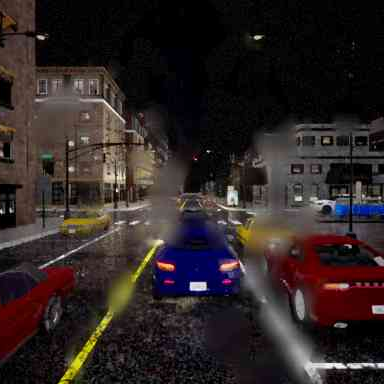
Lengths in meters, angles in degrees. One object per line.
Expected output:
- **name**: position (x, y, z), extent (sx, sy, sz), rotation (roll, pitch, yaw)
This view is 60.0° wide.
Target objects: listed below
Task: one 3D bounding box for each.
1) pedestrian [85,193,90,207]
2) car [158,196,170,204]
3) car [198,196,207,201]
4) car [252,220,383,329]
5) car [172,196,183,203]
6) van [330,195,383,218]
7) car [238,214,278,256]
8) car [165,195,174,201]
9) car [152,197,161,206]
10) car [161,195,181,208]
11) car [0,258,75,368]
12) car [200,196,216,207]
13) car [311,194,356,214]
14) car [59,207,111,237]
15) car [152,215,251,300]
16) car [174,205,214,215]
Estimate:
- **pedestrian**: position (-12.638, 1.080, 40.256), extent (0.375, 1.860, 0.375), rotation (0, 0, 0)
- **car**: position (-5.708, 1.595, 67.923), extent (2.008, 1.369, 4.403), rotation (0, 0, 0)
- **car**: position (2.669, 1.622, 85.027), extent (2.008, 1.369, 4.403), rotation (-1, 0, 0)
- **car**: position (2.684, 1.544, 6.980), extent (1.887, 1.381, 4.507), rotation (0, 0, 0)
- **car**: position (-3.013, 1.602, 69.270), extent (1.994, 1.385, 4.181), rotation (0, 0, 0)
- **van**: position (14.653, 1.413, 29.143), extent (3.998, 1.788, 1.690), rotation (0, 0, 0)
- **car**: position (2.683, 1.526, 12.848), extent (1.752, 1.417, 4.829), rotation (0, 0, 0)
- **car**: position (-5.712, 1.596, 84.843), extent (1.752, 1.417, 4.829), rotation (0, 0, 0)
- **car**: position (-5.706, 1.580, 56.529), extent (2.008, 1.369, 4.403), rotation (0, 0, 0)
- **car**: position (-3.106, 1.584, 49.471), extent (1.994, 1.385, 4.181), rotation (0, 0, 0)
- **car**: position (-3.101, 1.600, 3.958), extent (1.895, 1.301, 4.718), rotation (0, 0, 0)
- **car**: position (2.674, 1.462, 50.846), extent (1.967, 1.590, 4.097), rotation (0, 0, 0)
- **car**: position (15.478, 1.256, 34.937), extent (5.566, 2.045, 2.150), rotation (0, 0, 0)
- **car**: position (-5.699, 1.527, 18.207), extent (1.752, 1.417, 4.829), rotation (0, 0, 0)
- **car**: position (0.102, 1.525, 8.263), extent (1.812, 1.442, 4.674), rotation (0, 0, 0)
- **car**: position (0.097, 1.565, 16.956), extent (1.994, 1.385, 4.181), rotation (0, 0, 0)
